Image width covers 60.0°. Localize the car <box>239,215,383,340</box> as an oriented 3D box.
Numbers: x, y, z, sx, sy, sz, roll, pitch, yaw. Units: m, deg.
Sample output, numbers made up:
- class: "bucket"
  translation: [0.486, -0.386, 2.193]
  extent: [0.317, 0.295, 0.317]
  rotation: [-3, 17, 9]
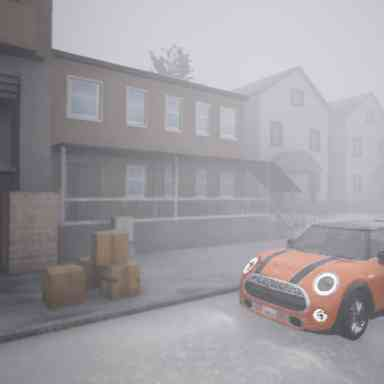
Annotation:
- class: "car"
  translation: [3.114, 1.406, 6.784]
  extent: [4.553, 1.767, 2.097]
  rotation: [0, 0, -35]
